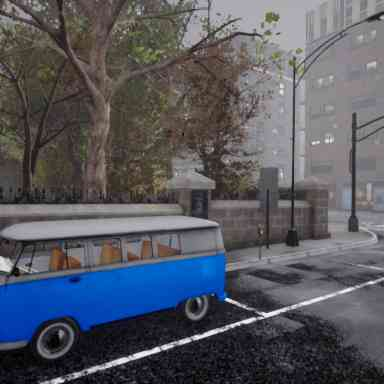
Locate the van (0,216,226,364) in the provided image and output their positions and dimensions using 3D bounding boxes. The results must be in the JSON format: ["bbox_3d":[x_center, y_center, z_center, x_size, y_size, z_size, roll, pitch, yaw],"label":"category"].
[{"bbox_3d":[-1.276,1.342,5.581,3.998,1.788,1.690,0,1,-35],"label":"van"}]
